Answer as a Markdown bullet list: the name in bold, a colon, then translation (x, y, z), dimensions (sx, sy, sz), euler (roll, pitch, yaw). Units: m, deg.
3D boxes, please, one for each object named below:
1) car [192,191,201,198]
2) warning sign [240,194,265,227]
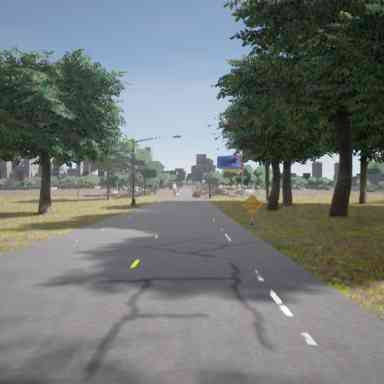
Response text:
- **car**: translation (1.222, 0.804, 89.781), dimensions (2.150, 2.045, 5.566), euler (0, 0, 0)
- **warning sign**: translation (3.561, 1.090, 19.741), dimensions (1.300, 1.860, 1.060), euler (1, 1, 0)
